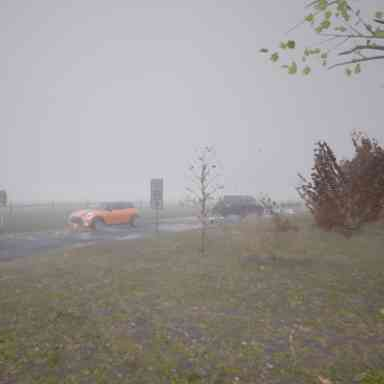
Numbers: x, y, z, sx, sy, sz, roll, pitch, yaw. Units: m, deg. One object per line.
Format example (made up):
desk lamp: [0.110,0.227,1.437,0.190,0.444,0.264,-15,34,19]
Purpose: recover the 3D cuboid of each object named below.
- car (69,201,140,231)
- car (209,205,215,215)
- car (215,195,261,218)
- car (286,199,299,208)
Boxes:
car: [-5.451,1.384,21.079,2.097,1.767,4.553,0,0,36]
car: [3.590,1.567,33.769,2.128,1.511,4.902,0,0,36]
car: [4.674,1.304,30.225,2.150,2.045,5.566,0,0,36]
car: [14.788,1.760,49.326,1.895,1.301,4.718,0,0,35]
